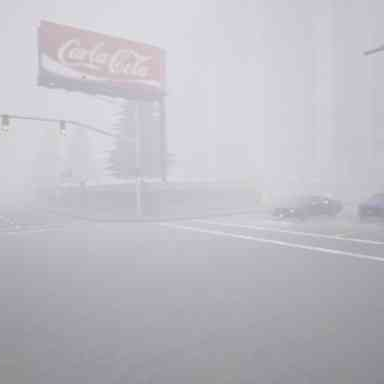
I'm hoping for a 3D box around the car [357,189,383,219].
[{"bbox_3d":[12.021,0.773,20.194,5.008,1.535,1.882,-2,1,-34],"label":"car"}]

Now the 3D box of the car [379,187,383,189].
[{"bbox_3d":[17.444,0.222,28.164,5.566,2.045,2.150,-3,2,-34],"label":"car"}]

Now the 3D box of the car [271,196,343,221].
[{"bbox_3d":[7.480,0.939,21.321,5.357,1.411,2.033,-2,1,-34],"label":"car"}]
